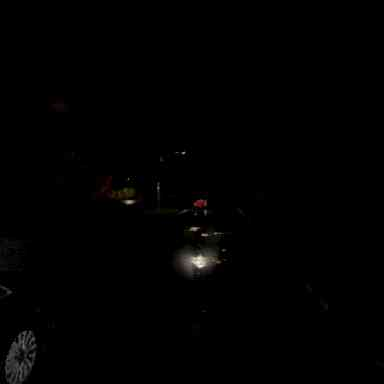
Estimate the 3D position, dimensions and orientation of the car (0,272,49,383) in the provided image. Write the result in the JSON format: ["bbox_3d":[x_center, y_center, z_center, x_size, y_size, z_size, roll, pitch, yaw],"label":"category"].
[{"bbox_3d":[-3.050,1.570,2.643,2.128,1.511,4.902,-1,0,6],"label":"car"}]

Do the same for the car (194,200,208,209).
[{"bbox_3d":[1.352,1.777,48.546,1.895,1.301,4.718,-1,0,5],"label":"car"}]
